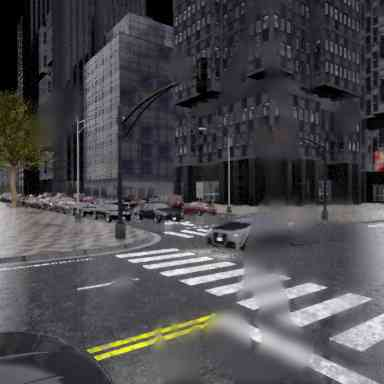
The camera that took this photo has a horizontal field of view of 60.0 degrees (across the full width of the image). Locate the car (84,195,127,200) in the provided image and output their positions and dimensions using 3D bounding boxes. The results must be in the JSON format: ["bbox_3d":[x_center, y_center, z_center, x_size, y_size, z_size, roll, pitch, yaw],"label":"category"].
[{"bbox_3d":[-8.886,1.394,33.894,2.128,1.511,4.902,0,0,-37],"label":"car"}]

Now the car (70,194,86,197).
[{"bbox_3d":[-15.974,1.373,43.486,1.837,1.490,4.892,0,0,-36],"label":"car"}]

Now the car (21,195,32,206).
[{"bbox_3d":[-22.968,1.390,48.268,1.752,1.417,4.829,0,0,-37],"label":"car"}]

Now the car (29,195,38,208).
[{"bbox_3d":[-19.712,1.459,43.874,1.802,1.307,4.206,0,0,-37],"label":"car"}]

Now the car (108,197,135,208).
[{"bbox_3d":[-9.502,1.411,44.415,1.947,1.339,4.313,0,0,-37],"label":"car"}]

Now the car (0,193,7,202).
[{"bbox_3d":[-36.502,1.138,66.528,2.192,1.841,5.009,0,0,-37],"label":"car"}]

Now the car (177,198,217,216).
[{"bbox_3d":[0.570,1.481,30.825,1.802,1.307,4.206,0,0,-37],"label":"car"}]

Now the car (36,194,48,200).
[{"bbox_3d":[-36.463,1.285,80.794,1.752,1.417,4.829,0,0,-37],"label":"car"}]

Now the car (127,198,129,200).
[{"bbox_3d":[-6.145,1.428,39.886,1.947,1.339,4.313,0,0,-37],"label":"car"}]

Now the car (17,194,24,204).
[{"bbox_3d":[-26.428,1.418,52.936,1.947,1.339,4.313,0,0,-37],"label":"car"}]

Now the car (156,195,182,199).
[{"bbox_3d":[-2.788,1.194,35.355,2.192,1.841,5.009,0,0,-37],"label":"car"}]

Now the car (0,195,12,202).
[{"bbox_3d":[-39.860,1.379,71.060,1.947,1.339,4.313,0,0,-37],"label":"car"}]

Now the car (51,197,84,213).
[{"bbox_3d":[-12.996,1.489,34.813,1.802,1.307,4.206,0,0,-37],"label":"car"}]

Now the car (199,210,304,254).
[{"bbox_3d":[2.655,1.565,13.589,4.181,1.385,1.994,0,0,-36],"label":"car"}]

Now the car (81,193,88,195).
[{"bbox_3d":[-16.217,1.363,53.476,1.887,1.381,4.507,0,0,-37],"label":"car"}]

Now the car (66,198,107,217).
[{"bbox_3d":[-9.639,1.491,30.282,1.947,1.339,4.313,0,0,-37],"label":"car"}]

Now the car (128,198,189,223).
[{"bbox_3d":[-2.702,1.485,25.605,2.033,1.411,5.357,0,0,-34],"label":"car"}]

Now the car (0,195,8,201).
[{"bbox_3d":[-43.217,1.387,75.590,1.802,1.307,4.206,0,0,-37],"label":"car"}]

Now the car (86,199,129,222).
[{"bbox_3d":[-6.280,1.511,25.751,1.947,1.339,4.313,0,0,-37],"label":"car"}]

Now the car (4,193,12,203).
[{"bbox_3d":[-33.144,1.377,61.998,1.887,1.381,4.507,0,0,-37],"label":"car"}]

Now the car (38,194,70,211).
[{"bbox_3d":[-16.354,1.331,39.342,1.967,1.590,4.097,0,0,-37],"label":"car"}]

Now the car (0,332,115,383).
[{"bbox_3d":[-2.709,1.505,1.488,4.892,1.490,1.837,0,0,-37],"label":"car"}]
